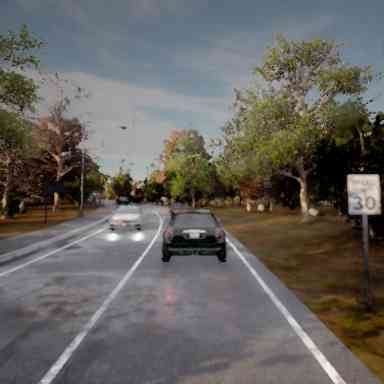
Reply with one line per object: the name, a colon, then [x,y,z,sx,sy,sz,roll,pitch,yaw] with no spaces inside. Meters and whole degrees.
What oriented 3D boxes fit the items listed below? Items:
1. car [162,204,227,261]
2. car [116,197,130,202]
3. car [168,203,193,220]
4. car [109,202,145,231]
car: [0.044,1.399,12.573,2.097,1.767,4.553,0,0,-1]
car: [-12.956,1.588,62.026,2.033,1.411,5.357,2,0,-21]
car: [-1.190,1.730,30.888,1.895,1.301,4.718,1,0,-7]
car: [-3.992,1.591,21.101,1.812,1.442,4.674,0,0,-4]
